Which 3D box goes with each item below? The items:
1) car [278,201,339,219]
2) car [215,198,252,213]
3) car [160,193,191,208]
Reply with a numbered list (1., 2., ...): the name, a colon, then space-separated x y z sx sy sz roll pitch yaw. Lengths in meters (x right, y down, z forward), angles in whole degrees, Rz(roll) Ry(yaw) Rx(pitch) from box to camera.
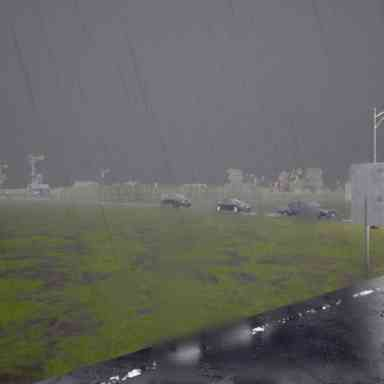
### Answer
1. car: 10.075 1.535 29.353 2.033 1.411 5.357 0 0 -33
2. car: 4.596 1.489 37.554 1.837 1.490 4.892 0 0 -35
3. car: -2.372 1.201 47.166 2.150 2.045 5.566 0 0 -37
